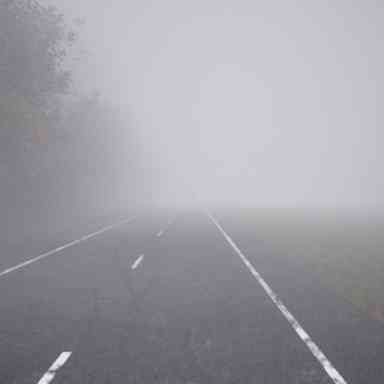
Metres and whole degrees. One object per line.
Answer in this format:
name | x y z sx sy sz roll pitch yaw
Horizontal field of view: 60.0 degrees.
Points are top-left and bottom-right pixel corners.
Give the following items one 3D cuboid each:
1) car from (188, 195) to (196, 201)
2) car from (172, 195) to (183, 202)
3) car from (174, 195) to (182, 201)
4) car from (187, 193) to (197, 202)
car | 0.026 1.461 84.557 1.837 1.490 4.892 0 0 0
car | -3.477 1.590 74.545 1.994 1.385 4.181 0 0 0
car | -3.474 1.460 84.558 1.837 1.490 4.892 0 0 0
car | 0.022 1.263 74.169 2.150 2.045 5.566 0 0 0
